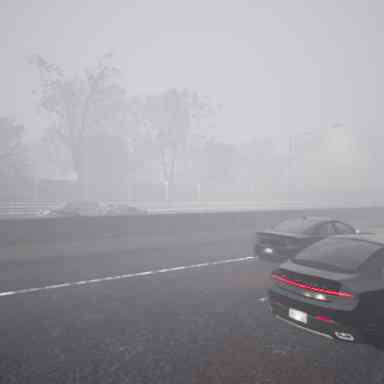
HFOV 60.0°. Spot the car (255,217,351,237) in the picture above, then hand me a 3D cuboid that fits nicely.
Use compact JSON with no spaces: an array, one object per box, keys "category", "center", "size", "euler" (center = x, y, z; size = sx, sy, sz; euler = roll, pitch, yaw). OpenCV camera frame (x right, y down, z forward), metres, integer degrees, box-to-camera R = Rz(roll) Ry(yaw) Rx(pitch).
[{"category":"car","center":[4.238,1.572,11.065],"size":[5.008,1.535,1.882],"euler":[1,0,-35]}]

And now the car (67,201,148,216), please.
[{"category":"car","center":[-5.183,1.571,21.788],"size":[4.902,1.511,2.128],"euler":[1,0,-35]}]

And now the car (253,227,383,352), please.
[{"category":"car","center":[3.512,1.567,6.249],"size":[4.892,1.490,1.837],"euler":[1,0,-35]}]

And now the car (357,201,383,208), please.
[{"category":"car","center":[25.840,2.006,48.181],"size":[4.674,1.442,1.812],"euler":[1,0,-35]}]

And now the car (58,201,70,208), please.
[{"category":"car","center":[-8.526,1.416,23.702],"size":[4.553,1.767,2.097],"euler":[1,0,-35]}]

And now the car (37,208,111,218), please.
[{"category":"car","center":[-6.741,1.638,16.379],"size":[4.718,1.301,1.895],"euler":[1,0,-35]}]
